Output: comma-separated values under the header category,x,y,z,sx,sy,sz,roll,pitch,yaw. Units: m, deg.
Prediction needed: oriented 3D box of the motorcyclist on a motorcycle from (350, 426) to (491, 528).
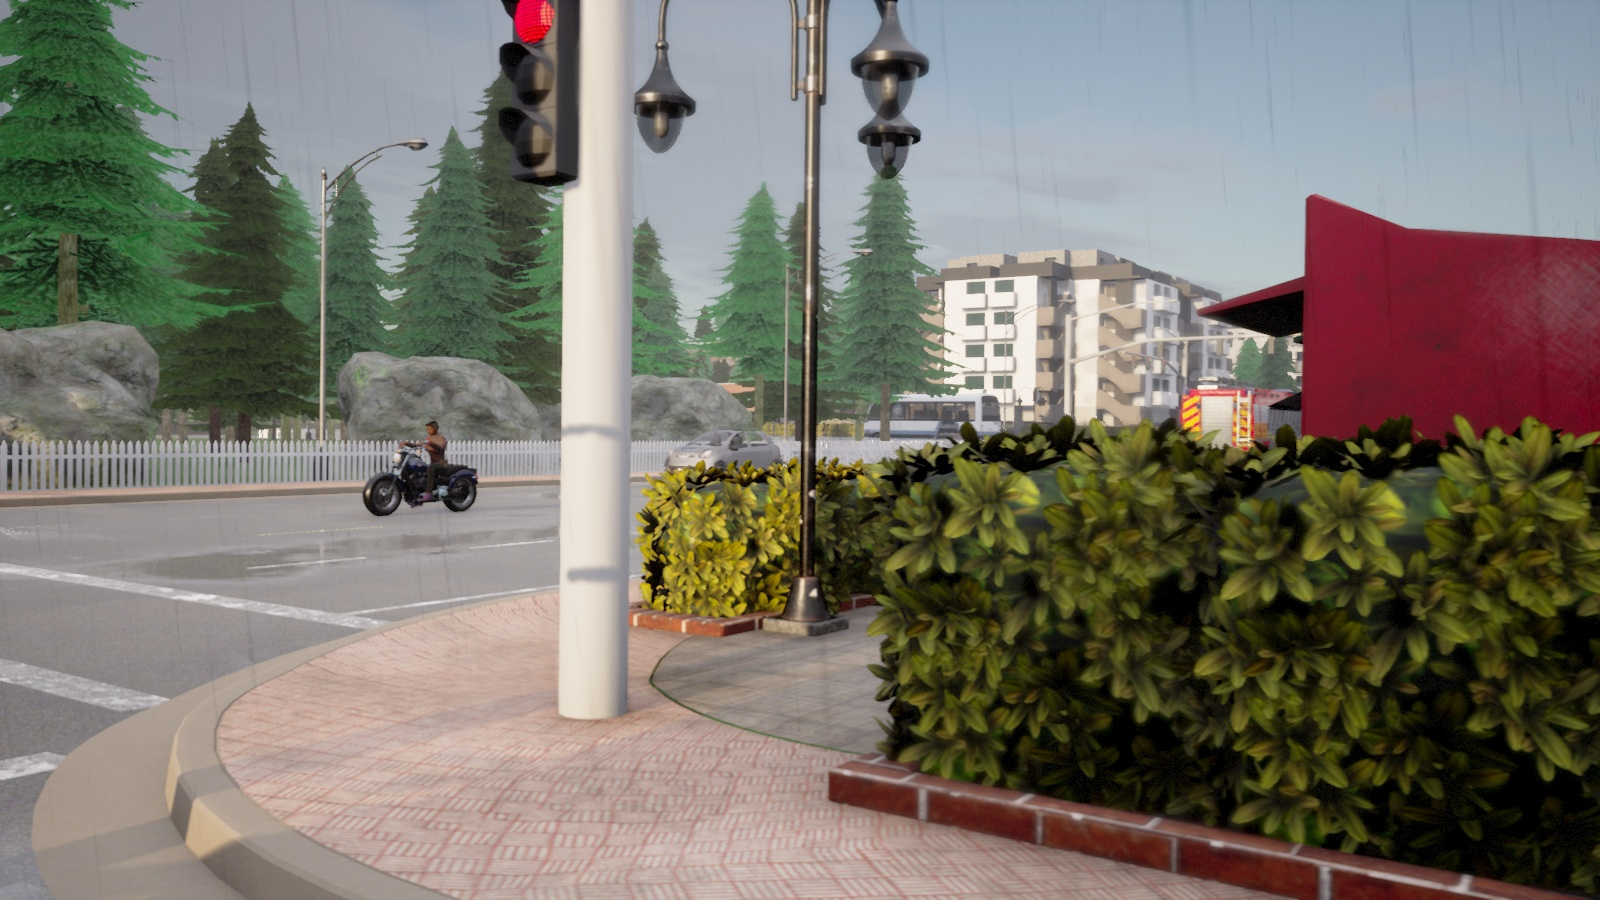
category,x,y,z,sx,sy,sz,roll,pitch,yaw
motorcyclist on a motorcycle,-6.457,0.423,21.520,0.766,1.649,2.350,0,1,34

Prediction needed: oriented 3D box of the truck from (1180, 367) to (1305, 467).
category,x,y,z,sx,sy,sz,roll,pitch,yaw
truck,18.598,-1.322,52.370,2.891,3.827,8.468,0,1,34

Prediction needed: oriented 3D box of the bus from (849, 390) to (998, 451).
category,x,y,z,sx,sy,sz,roll,pitch,yaw
bus,9.008,-2.126,92.144,10.273,4.253,3.944,0,1,35

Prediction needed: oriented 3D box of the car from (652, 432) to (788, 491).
category,x,y,z,sx,sy,sz,roll,pitch,yaw
car,-2.134,0.260,34.179,1.845,1.501,3.633,0,1,34

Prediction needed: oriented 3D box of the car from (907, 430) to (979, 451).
category,x,y,z,sx,sy,sz,roll,pitch,yaw
car,9.921,-0.649,87.225,4.674,1.442,1.812,0,1,35
